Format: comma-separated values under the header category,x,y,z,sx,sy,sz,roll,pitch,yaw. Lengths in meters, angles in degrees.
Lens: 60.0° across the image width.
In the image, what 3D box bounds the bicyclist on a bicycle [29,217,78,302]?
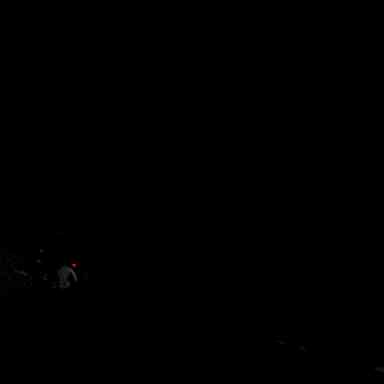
category,x,y,z,sx,sy,sz,roll,pitch,yaw
bicyclist on a bicycle,-3.089,1.424,7.288,1.843,1.776,0.659,0,0,36
